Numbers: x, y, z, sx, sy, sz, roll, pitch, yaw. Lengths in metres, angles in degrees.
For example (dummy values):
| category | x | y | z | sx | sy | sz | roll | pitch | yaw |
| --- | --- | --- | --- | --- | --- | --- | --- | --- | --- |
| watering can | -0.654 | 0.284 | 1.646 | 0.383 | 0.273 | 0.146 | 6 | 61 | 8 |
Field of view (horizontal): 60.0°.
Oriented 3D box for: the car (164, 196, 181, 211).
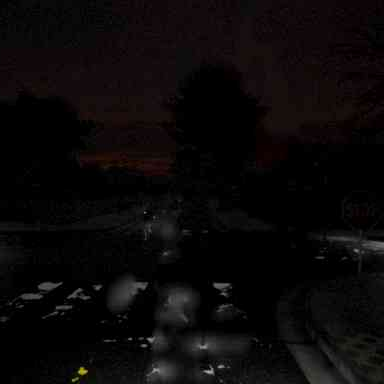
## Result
| category | x | y | z | sx | sy | sz | roll | pitch | yaw |
| --- | --- | --- | --- | --- | --- | --- | --- | --- | --- |
| car | -2.652 | 1.490 | 39.621 | 1.812 | 1.442 | 4.674 | 0 | 0 | 0 |

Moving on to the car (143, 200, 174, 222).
| category | x | y | z | sx | sy | sz | roll | pitch | yaw |
| --- | --- | --- | --- | --- | --- | --- | --- | --- | --- |
| car | -2.692 | 1.582 | 26.313 | 1.895 | 1.301 | 4.718 | 0 | 0 | 0 |

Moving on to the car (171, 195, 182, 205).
| category | x | y | z | sx | sy | sz | roll | pitch | yaw |
| --- | --- | --- | --- | --- | --- | --- | --- | --- | --- |
| car | -2.624 | 1.249 | 52.018 | 2.097 | 1.767 | 4.553 | 0 | 0 | 1 |
